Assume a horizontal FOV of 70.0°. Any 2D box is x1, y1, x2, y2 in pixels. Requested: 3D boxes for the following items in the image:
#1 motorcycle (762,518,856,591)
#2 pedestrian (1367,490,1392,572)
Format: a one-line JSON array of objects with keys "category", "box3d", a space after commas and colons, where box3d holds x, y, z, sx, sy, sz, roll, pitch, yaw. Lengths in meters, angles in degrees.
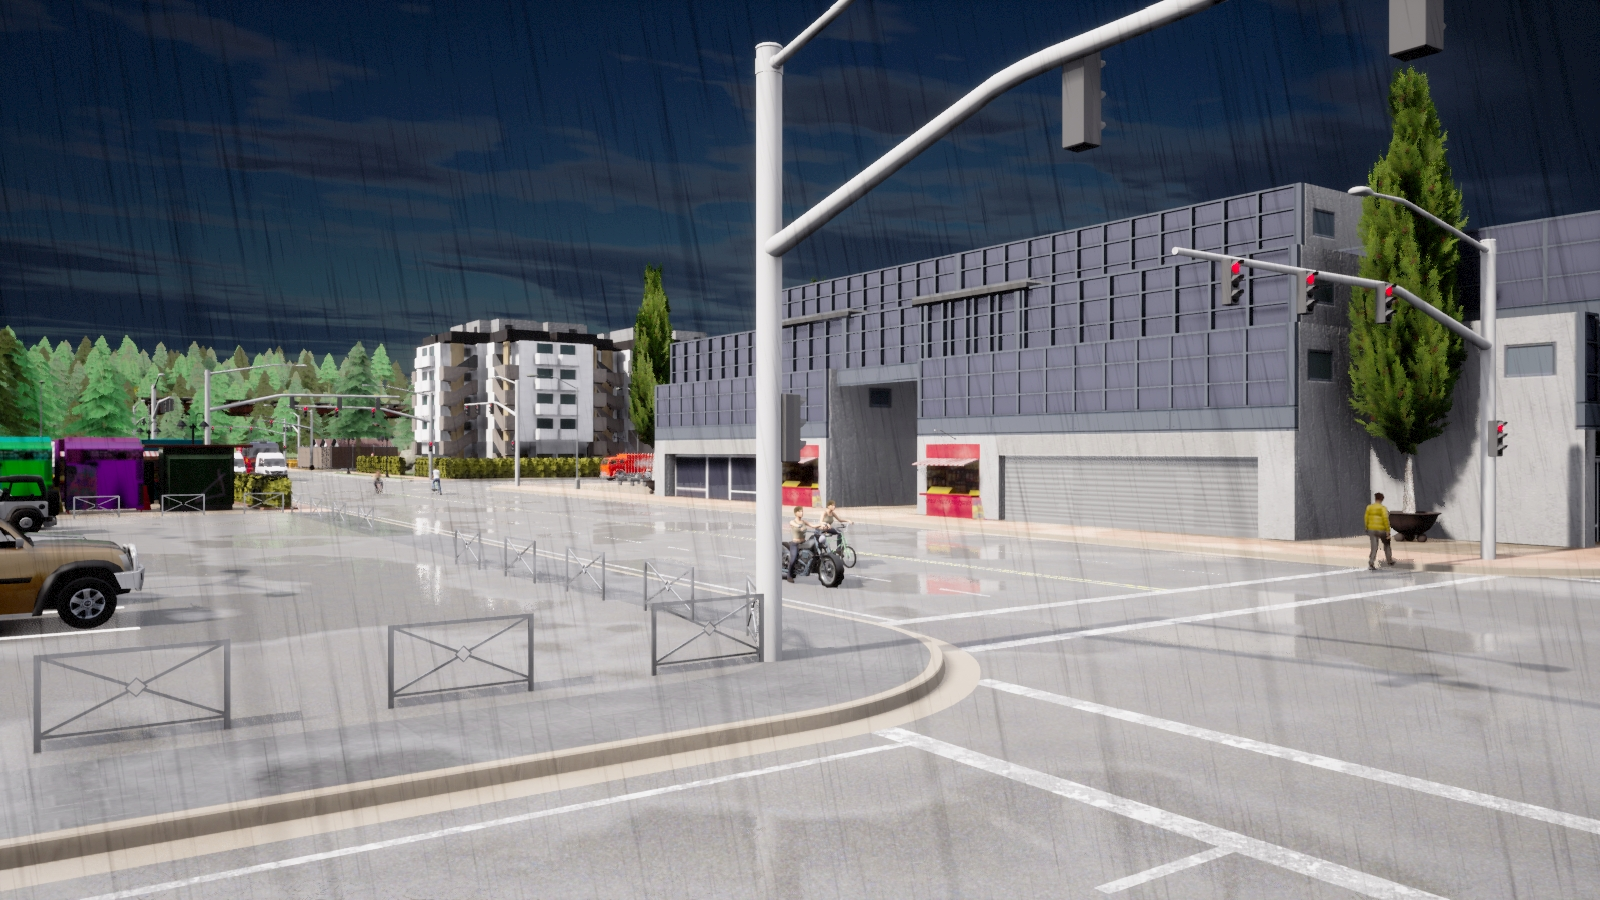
[{"category": "motorcycle", "box3d": [0.165, 2.155, 23.900, 0.764, 1.307, 2.356, 0, 0, -34]}, {"category": "pedestrian", "box3d": [13.291, 1.848, 26.195, 0.375, 1.860, 0.375, 0, 0, -33]}]
